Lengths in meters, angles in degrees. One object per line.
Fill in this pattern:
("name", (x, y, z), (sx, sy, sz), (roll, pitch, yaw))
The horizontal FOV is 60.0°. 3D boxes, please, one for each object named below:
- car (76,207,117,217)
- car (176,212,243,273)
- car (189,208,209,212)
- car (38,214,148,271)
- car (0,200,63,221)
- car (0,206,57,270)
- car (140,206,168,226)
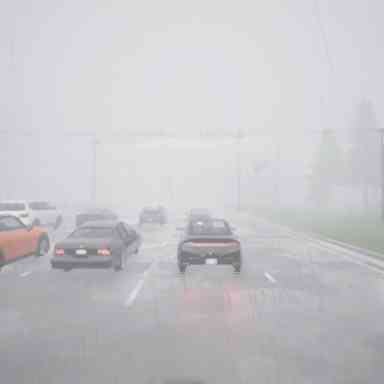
("car", (-6.502, 1.785, 23.250), (1.882, 1.535, 5.008), (0, -1, 0))
("car", (0.508, 1.640, 11.154), (2.128, 1.511, 4.902), (0, -1, 0))
("car", (0.496, 1.837, 23.591), (1.812, 1.442, 4.674), (0, 0, 0))
("car", (-2.989, 1.700, 11.464), (2.033, 1.411, 5.357), (0, -1, 0))
("car", (-10.001, 1.496, 20.631), (2.150, 2.045, 5.566), (0, -1, 0))
("car", (-6.497, 1.496, 10.867), (2.097, 1.767, 4.553), (0, -1, 0))
("car", (-3.005, 1.841, 26.363), (2.128, 1.511, 4.902), (0, -1, 0))
